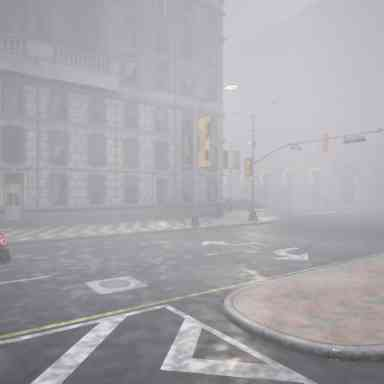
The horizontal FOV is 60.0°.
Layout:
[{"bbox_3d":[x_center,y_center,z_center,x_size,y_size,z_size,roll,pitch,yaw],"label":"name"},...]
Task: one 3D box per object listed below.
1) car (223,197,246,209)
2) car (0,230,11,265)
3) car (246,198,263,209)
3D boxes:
[{"bbox_3d":[4.497,1.505,44.358,1.837,1.490,4.892,0,0,-36],"label":"car"},{"bbox_3d":[-7.329,1.352,8.599,4.553,1.767,2.097,0,0,-35],"label":"car"},{"bbox_3d":[7.371,1.547,46.347,2.033,1.411,5.357,0,0,-36],"label":"car"}]
